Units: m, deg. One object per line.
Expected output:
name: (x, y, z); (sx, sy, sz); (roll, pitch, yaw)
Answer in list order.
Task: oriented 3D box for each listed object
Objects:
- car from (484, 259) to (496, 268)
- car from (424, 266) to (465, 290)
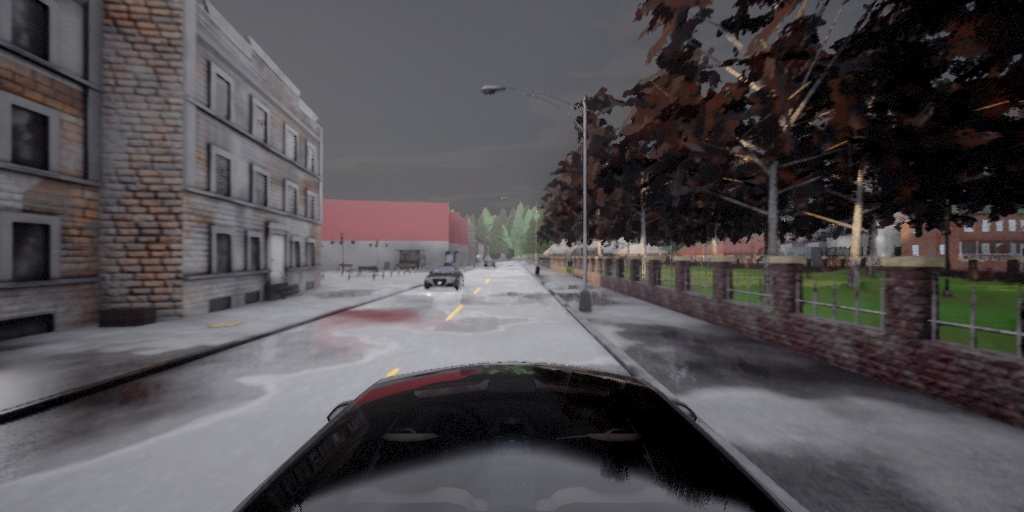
car: (-3.930, 1.283, 64.134); (2.128, 1.511, 4.902); (0, 0, 0)
car: (-4.095, 1.329, 22.269); (1.994, 1.385, 4.181); (0, 0, 0)
